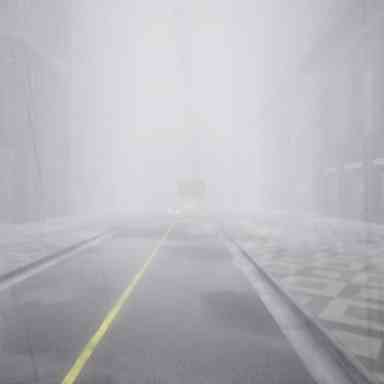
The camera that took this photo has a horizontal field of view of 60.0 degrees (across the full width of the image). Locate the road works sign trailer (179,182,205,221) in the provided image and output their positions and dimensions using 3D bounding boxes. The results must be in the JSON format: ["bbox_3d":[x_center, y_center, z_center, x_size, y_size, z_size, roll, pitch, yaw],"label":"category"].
[{"bbox_3d":[0.007,0.827,30.750,2.380,3.560,2.880,0,-1,0],"label":"road works sign trailer"}]

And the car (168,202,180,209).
[{"bbox_3d":[-3.038,2.312,57.789,1.895,1.301,4.718,0,-1,1],"label":"car"}]
